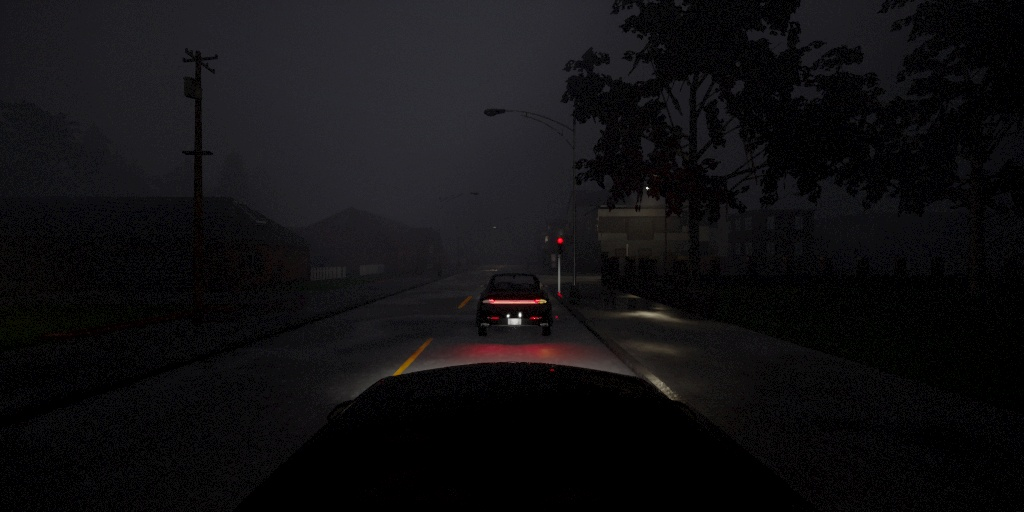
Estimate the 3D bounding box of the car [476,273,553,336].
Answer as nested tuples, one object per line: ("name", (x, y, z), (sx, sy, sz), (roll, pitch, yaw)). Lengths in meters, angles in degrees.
("car", (0.060, 1.242, 10.376), (2.128, 1.511, 4.902), (0, 0, 0))
